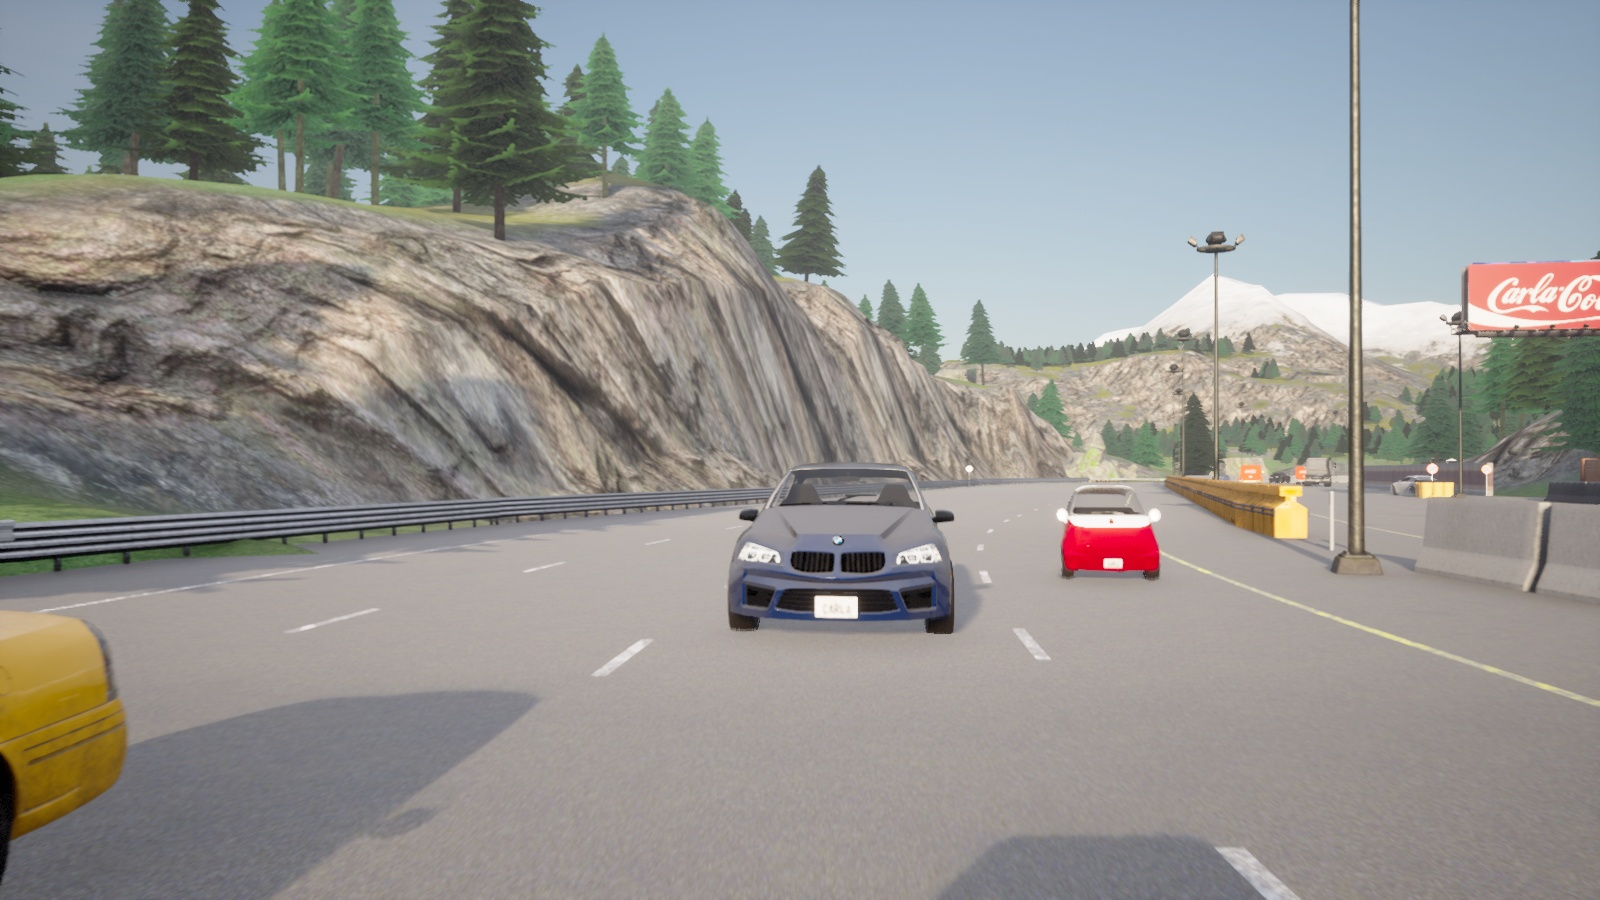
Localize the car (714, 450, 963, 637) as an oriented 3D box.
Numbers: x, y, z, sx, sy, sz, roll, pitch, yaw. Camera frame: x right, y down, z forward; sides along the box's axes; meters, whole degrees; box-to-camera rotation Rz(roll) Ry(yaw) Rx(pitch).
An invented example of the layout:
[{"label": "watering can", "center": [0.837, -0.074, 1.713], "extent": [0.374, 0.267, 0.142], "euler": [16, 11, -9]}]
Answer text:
[{"label": "car", "center": [0.536, 0.887, 13.634], "extent": [2.242, 1.667, 4.611], "euler": [0, -1, 5]}]

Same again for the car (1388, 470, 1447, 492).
[{"label": "car", "center": [43.057, 2.140, 87.701], "extent": [1.812, 1.442, 4.674], "euler": [-1, -1, 0]}]

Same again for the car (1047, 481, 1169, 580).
[{"label": "car", "center": [4.555, 1.166, 18.783], "extent": [1.481, 1.376, 2.207], "euler": [-1, -1, 6]}]

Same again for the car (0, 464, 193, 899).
[{"label": "car", "center": [-3.508, 0.811, 2.624], "extent": [1.801, 1.575, 5.366], "euler": [0, -1, 1]}]
